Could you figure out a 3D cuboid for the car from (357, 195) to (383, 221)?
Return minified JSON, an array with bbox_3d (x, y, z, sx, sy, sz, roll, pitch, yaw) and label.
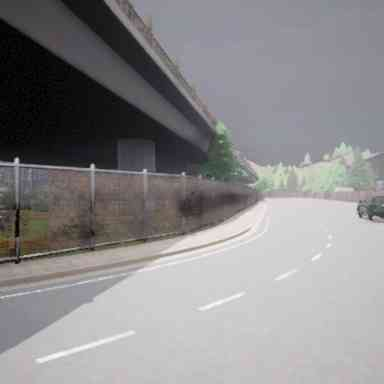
[{"bbox_3d":[15.571,1.295,27.979,2.150,2.045,5.566,0,0,15],"label":"car"}]
